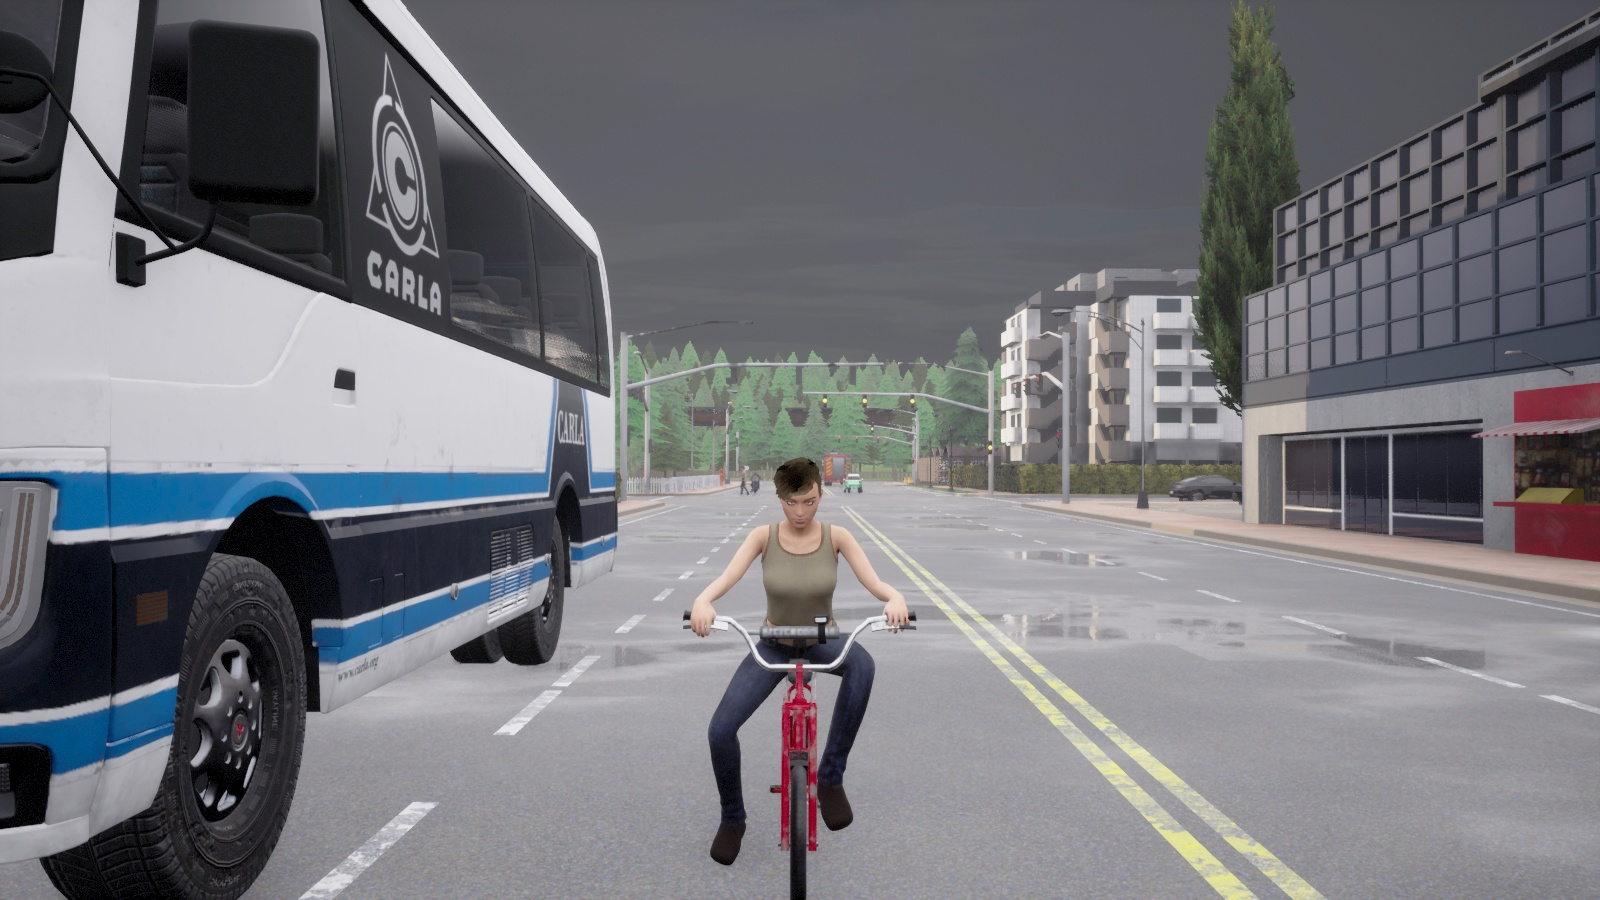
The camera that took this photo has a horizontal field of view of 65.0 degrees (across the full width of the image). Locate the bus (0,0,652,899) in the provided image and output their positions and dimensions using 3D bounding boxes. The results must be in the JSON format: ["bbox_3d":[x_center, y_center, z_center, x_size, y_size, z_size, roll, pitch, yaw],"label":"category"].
[{"bbox_3d":[-3.490,-0.422,7.526,3.944,4.253,10.273,0,-1,0],"label":"bus"}]

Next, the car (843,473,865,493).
[{"bbox_3d":[3.879,2.377,90.945,1.481,1.376,2.207,0,-1,0],"label":"car"}]

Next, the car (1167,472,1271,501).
[{"bbox_3d":[21.150,1.819,63.491,4.674,1.442,1.812,0,-1,-2],"label":"car"}]

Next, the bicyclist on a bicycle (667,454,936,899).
[{"bbox_3d":[0.005,0.832,4.830,0.866,1.612,1.509,0,-1,0],"label":"bicyclist on a bicycle"}]
